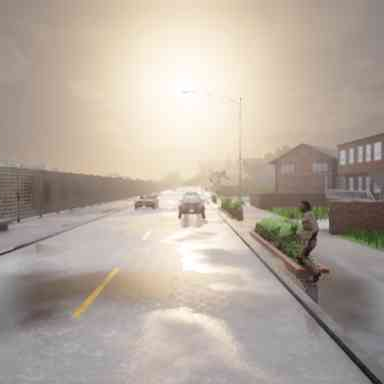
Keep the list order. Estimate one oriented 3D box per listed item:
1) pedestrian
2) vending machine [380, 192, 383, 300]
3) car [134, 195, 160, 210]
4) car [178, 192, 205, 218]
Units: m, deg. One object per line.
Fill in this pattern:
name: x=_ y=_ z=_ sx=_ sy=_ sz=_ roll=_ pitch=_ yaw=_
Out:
pedestrian: x=2.505 y=1.029 z=7.192 sx=0.375 sy=1.860 sz=0.375 roll=0 pitch=1 yaw=0
vending machine: x=4.280 y=1.057 z=6.147 sx=1.100 sy=2.100 sz=0.880 roll=0 pitch=1 yaw=0
car: x=-4.186 y=0.921 z=31.154 sx=1.895 sy=1.301 sz=4.718 roll=0 pitch=1 yaw=0
car: x=-0.013 y=1.001 z=23.959 sx=1.812 sy=1.442 sz=4.674 roll=0 pitch=1 yaw=0
